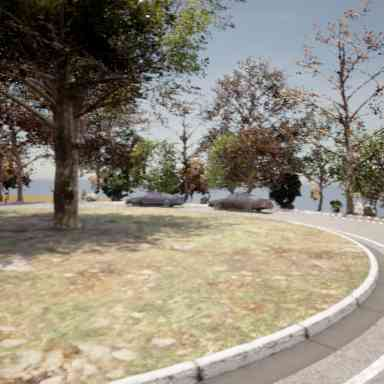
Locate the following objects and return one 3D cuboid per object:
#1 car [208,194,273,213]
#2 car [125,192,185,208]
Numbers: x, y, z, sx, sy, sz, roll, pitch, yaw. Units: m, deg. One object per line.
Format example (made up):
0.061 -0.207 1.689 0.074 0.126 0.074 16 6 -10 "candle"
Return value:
3.942 0.875 27.483 5.357 1.411 2.033 2 2 37 "car"
-3.348 0.724 30.523 5.357 1.411 2.033 1 2 10 "car"
